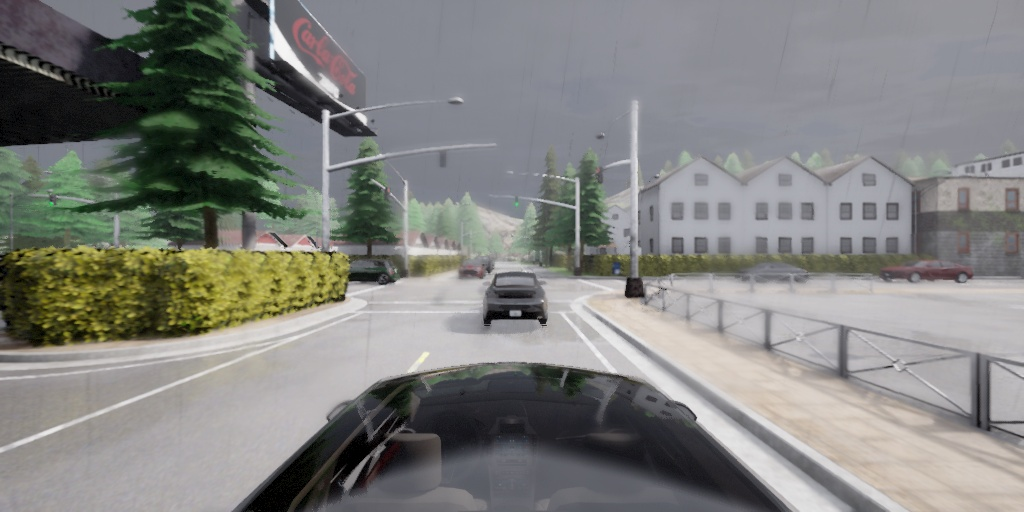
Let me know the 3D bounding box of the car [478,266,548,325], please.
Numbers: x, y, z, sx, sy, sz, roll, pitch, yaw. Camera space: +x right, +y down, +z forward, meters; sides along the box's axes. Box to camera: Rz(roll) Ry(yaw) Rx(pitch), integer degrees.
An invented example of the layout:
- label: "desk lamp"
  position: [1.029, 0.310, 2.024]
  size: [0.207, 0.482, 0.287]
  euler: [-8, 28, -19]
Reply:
- label: "car"
  position: [0.109, 1.252, 11.772]
  size: [1.837, 1.490, 4.892]
  euler: [0, 0, 0]

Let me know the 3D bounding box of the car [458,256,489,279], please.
- label: "car"
  position: [-3.500, 1.092, 31.989]
  size: [2.097, 1.767, 4.553]
  euler: [0, 0, 0]

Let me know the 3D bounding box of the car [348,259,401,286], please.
- label: "car"
  position: [-9.921, 0.966, 24.132]
  size: [4.553, 1.767, 2.097]
  euler: [3, 0, 0]

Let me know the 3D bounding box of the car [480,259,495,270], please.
- label: "car"
  position: [-3.500, 1.239, 52.458]
  size: [1.837, 1.490, 4.892]
  euler: [0, 0, 0]

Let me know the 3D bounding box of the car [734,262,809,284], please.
- label: "car"
  position: [17.428, 1.116, 24.220]
  size: [4.181, 1.385, 1.994]
  euler: [0, 0, 0]

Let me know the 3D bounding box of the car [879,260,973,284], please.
- label: "car"
  position: [27.892, 1.030, 24.254]
  size: [5.008, 1.535, 1.882]
  euler: [0, 0, 0]

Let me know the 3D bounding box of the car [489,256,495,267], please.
- label: "car"
  position: [-3.500, 0.959, 42.228]
  size: [2.150, 2.045, 5.566]
  euler: [0, 0, 0]
